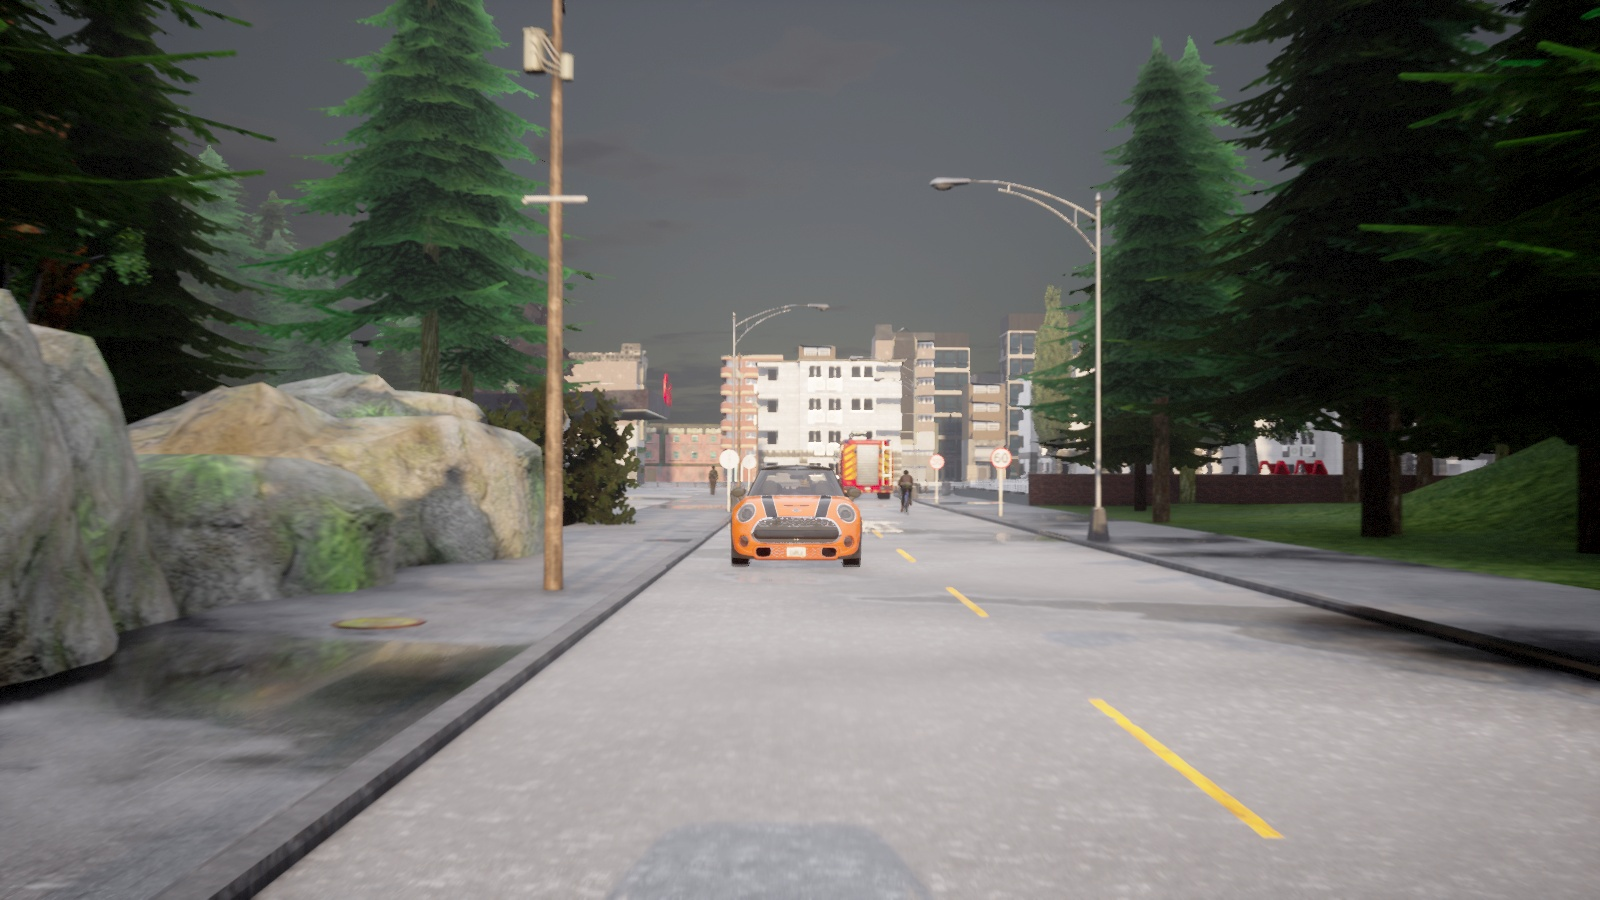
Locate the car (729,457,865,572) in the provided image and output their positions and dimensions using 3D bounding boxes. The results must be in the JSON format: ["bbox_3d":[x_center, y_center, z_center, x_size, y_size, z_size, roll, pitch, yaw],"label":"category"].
[{"bbox_3d":[-0.054,1.040,21.759,2.097,1.767,4.553,0,-1,0],"label":"car"}]

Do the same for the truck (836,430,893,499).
[{"bbox_3d":[3.758,0.893,74.750,2.891,3.827,8.468,0,-1,0],"label":"truck"}]

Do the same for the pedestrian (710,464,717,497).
[{"bbox_3d":[-5.107,1.798,74.472,0.395,1.930,0.692,0,-1,-3],"label":"pedestrian"}]
